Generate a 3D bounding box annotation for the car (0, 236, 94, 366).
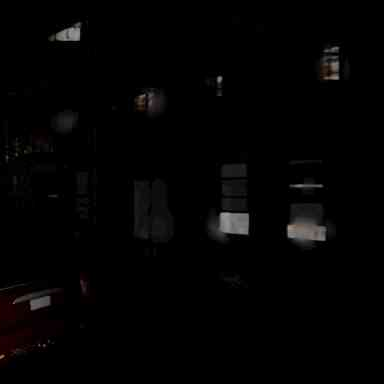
[{"bbox_3d":[-3.514,1.441,5.384,4.097,1.590,1.967,0,0,36],"label":"car"}]
